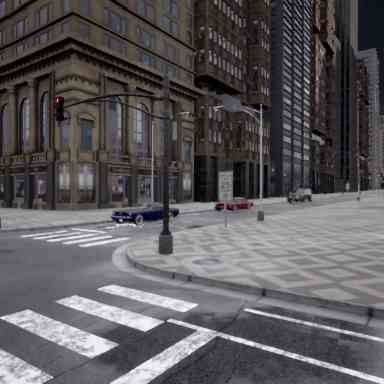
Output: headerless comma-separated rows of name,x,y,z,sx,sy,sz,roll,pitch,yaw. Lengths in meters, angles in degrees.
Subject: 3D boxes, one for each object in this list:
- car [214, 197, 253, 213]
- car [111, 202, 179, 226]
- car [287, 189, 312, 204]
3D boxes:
car,3.976,1.191,31.347,1.895,1.301,4.718,0,1,35
car,-2.960,1.351,21.619,1.895,1.301,4.718,0,1,36
car,15.347,0.553,47.201,2.150,2.045,5.566,0,1,36
